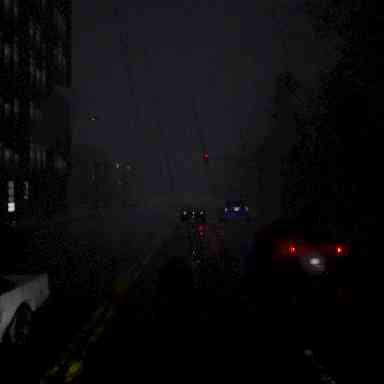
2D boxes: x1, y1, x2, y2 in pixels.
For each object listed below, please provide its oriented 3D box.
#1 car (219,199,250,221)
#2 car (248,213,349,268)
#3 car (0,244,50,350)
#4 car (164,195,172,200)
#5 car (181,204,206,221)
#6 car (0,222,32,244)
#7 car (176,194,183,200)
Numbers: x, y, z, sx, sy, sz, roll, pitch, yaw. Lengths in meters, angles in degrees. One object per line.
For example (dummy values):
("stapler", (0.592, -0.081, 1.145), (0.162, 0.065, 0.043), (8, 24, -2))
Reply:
("car", (3.345, 1.339, 27.047), (2.097, 1.767, 4.553), (0, 0, 0))
("car", (3.348, 1.595, 11.273), (1.895, 1.301, 4.718), (0, 0, 0))
("car", (-3.352, 1.599, 3.447), (1.895, 1.301, 4.718), (0, 0, 0))
("car", (-6.645, 1.481, 94.315), (1.812, 1.442, 4.674), (0, 0, 0))
("car", (0.096, 1.588, 26.889), (1.895, 1.301, 4.718), (0, 0, 0))
("car", (-6.603, 1.543, 9.465), (2.033, 1.411, 5.357), (0, 0, 0))
("car", (-3.395, 1.434, 94.326), (1.882, 1.535, 5.008), (0, 0, 0))
